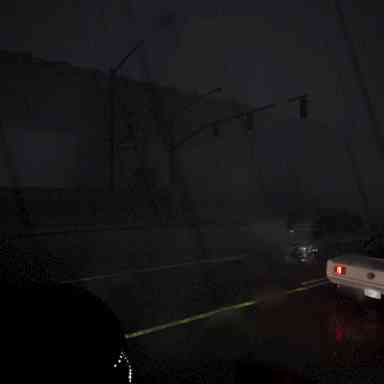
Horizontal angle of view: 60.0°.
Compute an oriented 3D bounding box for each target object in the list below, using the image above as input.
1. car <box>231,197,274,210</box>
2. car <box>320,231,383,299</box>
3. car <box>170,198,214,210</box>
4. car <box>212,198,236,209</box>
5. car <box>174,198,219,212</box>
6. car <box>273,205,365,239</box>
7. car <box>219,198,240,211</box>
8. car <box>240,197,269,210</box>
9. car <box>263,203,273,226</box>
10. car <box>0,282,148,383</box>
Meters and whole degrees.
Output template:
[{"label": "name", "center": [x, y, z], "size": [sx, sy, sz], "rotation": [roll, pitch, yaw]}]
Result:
[{"label": "car", "center": [7.761, 1.456, 42.862], "size": [4.974, 1.542, 2.038], "rotation": [0, 0, -7]}, {"label": "car", "center": [5.179, 1.602, 7.469], "size": [4.718, 1.301, 1.895], "rotation": [0, 0, -35]}, {"label": "car", "center": [0.054, 1.297, 36.424], "size": [4.536, 1.218, 1.853], "rotation": [0, 0, 8]}, {"label": "car", "center": [3.867, 1.298, 39.152], "size": [1.853, 1.218, 4.536], "rotation": [0, 0, 18]}, {"label": "car", "center": [0.106, 1.455, 36.417], "size": [4.974, 1.542, 2.038], "rotation": [0, 0, 8]}, {"label": "car", "center": [7.007, 1.549, 17.591], "size": [5.357, 1.411, 2.033], "rotation": [0, 0, -36]}, {"label": "car", "center": [3.851, 1.455, 39.102], "size": [2.038, 1.542, 4.974], "rotation": [0, 0, 18]}, {"label": "car", "center": [7.709, 1.298, 42.856], "size": [4.536, 1.218, 1.853], "rotation": [0, 0, -7]}, {"label": "car", "center": [6.775, 1.566, 21.724], "size": [4.181, 1.385, 1.994], "rotation": [0, 0, -36]}, {"label": "car", "center": [-2.969, 1.222, 1.632], "size": [5.566, 2.045, 2.150], "rotation": [0, 0, -35]}]
